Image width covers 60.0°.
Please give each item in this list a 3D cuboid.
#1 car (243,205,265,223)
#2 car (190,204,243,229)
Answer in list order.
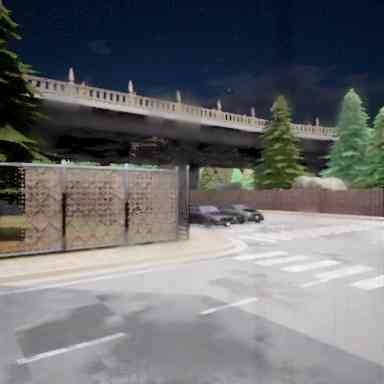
[{"bbox_3d":[3.392,1.589,24.894,1.994,1.385,4.181,0,0,-35],"label":"car"},{"bbox_3d":[0.714,1.579,22.590,2.033,1.411,5.357,0,0,-35],"label":"car"}]
